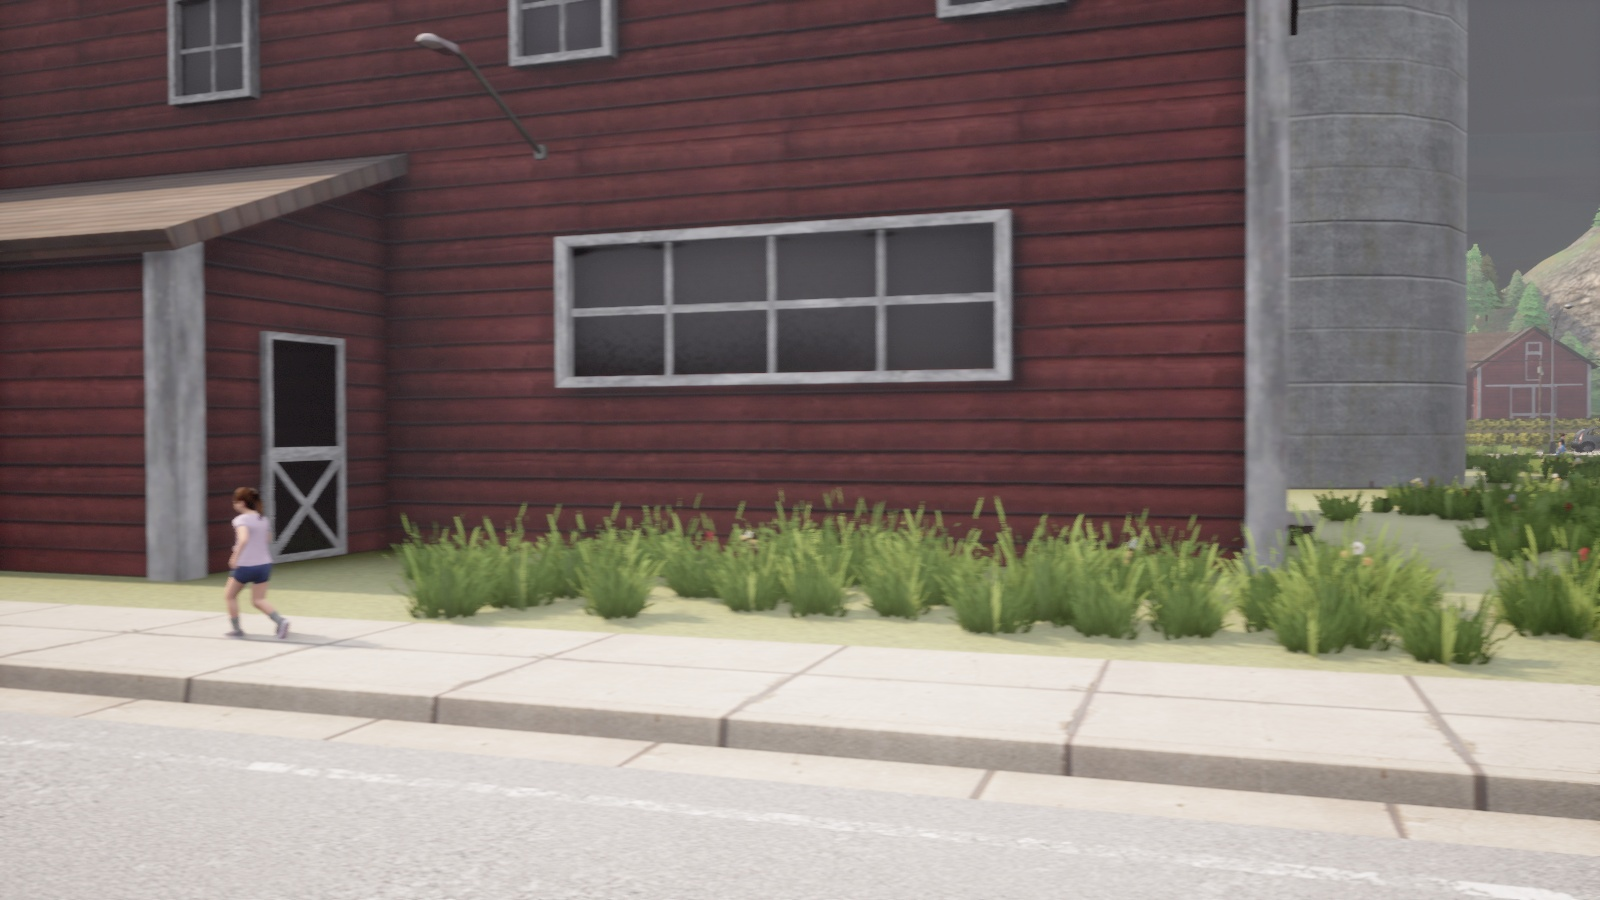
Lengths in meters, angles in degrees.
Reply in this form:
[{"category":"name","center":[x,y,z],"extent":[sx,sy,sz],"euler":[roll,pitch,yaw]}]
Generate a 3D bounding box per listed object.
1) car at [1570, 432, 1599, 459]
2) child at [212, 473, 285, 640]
[{"category":"car","center":[49.482,-0.289,76.576],"extent":[3.988,1.617,1.851],"euler":[1,1,19]},{"category":"child","center":[-3.783,0.716,8.616],"extent":[0.394,1.110,0.255],"euler":[1,1,25]}]
